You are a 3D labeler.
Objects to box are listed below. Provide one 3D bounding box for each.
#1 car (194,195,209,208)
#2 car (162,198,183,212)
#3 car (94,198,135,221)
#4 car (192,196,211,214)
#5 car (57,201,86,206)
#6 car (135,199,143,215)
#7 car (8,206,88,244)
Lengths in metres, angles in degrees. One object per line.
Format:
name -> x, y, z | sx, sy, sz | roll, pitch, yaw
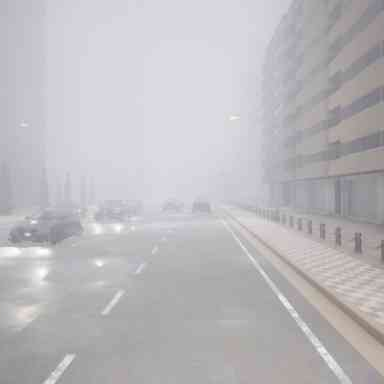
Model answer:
car -> 1.304, 1.352, 47.419 | 2.097, 1.767, 4.553 | 0, 0, 1
car -> -2.406, 1.526, 38.690 | 1.812, 1.442, 4.674 | 0, 0, 1
car -> -6.321, 1.351, 26.949 | 2.097, 1.767, 4.553 | 0, 0, 2
car -> 1.030, 1.478, 36.205 | 1.882, 1.535, 5.008 | 0, 0, 1
car -> -9.906, 1.506, 26.847 | 1.837, 1.490, 4.892 | 0, 0, 2
car -> -6.188, 1.478, 33.535 | 1.882, 1.535, 5.008 | 0, 0, 2
car -> -6.715, 1.564, 15.669 | 1.994, 1.385, 4.181 | 0, 0, 1
